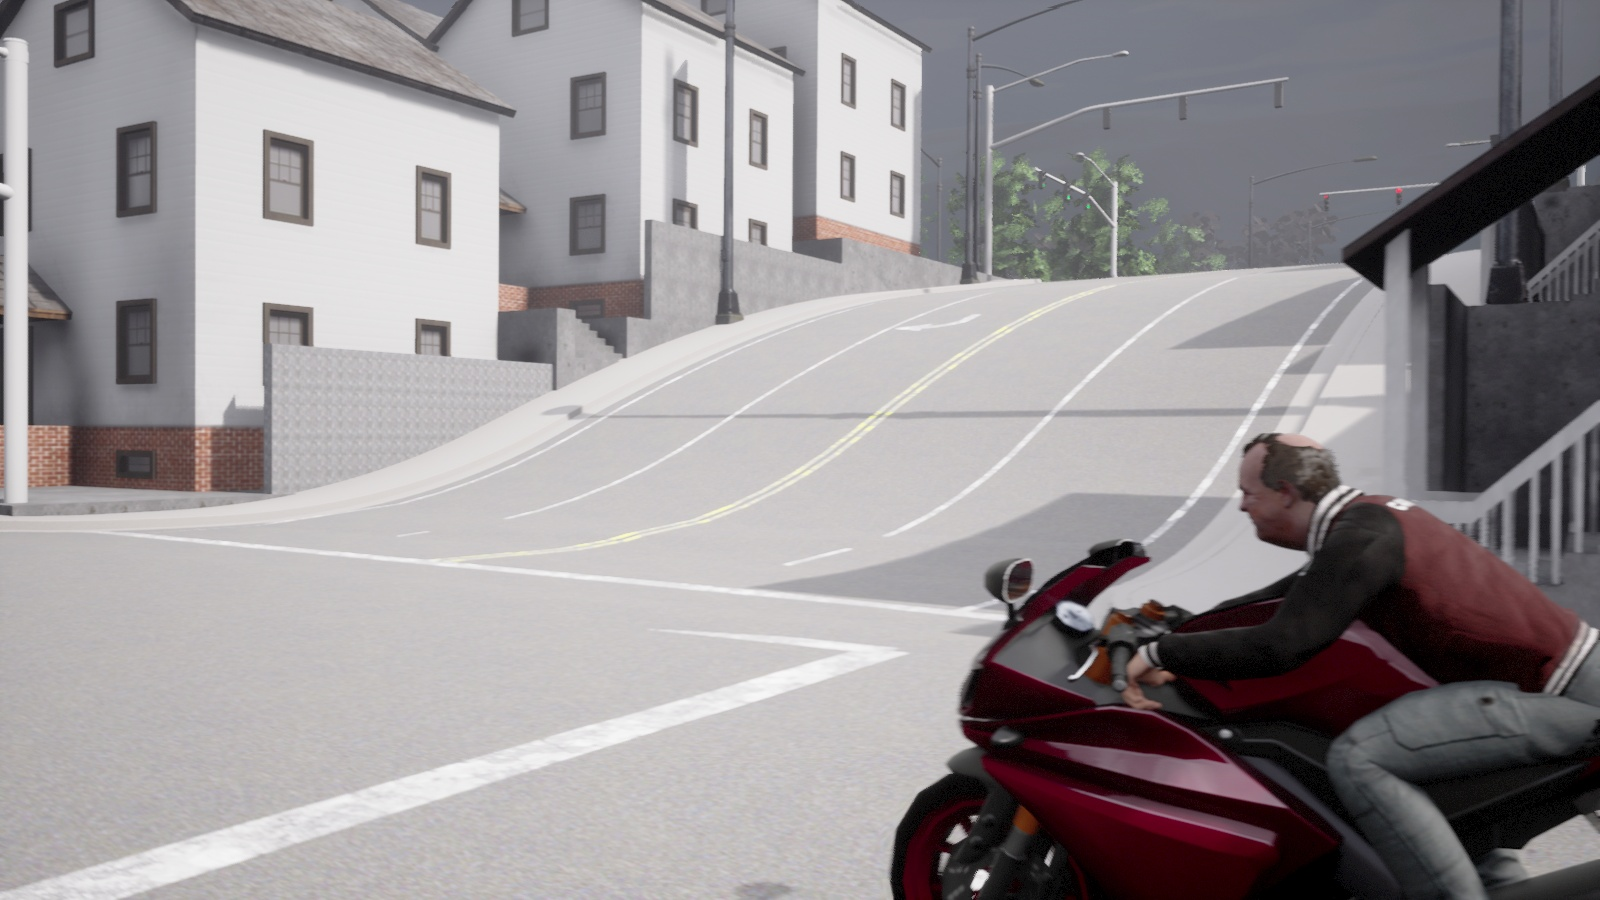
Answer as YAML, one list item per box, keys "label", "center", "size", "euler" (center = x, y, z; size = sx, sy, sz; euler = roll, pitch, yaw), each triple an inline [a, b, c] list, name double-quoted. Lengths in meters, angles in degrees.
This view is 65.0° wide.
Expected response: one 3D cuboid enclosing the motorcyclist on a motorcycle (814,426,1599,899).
- label: "motorcyclist on a motorcycle"
  center: [1.193, 0.718, 2.833]
  size: [2.191, 1.530, 0.866]
  euler: [0, 1, 34]
